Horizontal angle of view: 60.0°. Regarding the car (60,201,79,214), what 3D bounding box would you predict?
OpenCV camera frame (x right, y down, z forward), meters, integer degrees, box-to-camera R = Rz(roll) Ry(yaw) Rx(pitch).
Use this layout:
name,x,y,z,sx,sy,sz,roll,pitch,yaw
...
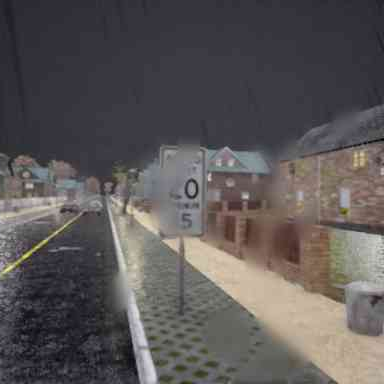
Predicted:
name,x,y,z,sx,sy,sz,roll,pitch,yaw
car,-14.842,1.838,40.506,2.033,1.411,5.357,1,-1,-15

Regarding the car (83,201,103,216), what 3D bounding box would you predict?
name,x,y,z,sx,sy,sz,roll,pitch,yaw
car,-10.974,1.855,36.769,2.033,1.411,5.357,1,-1,-14

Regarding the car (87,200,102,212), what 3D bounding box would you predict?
name,x,y,z,sx,sy,sz,roll,pitch,yaw
car,-13.464,1.908,46.144,1.812,1.442,4.674,1,-1,-14
